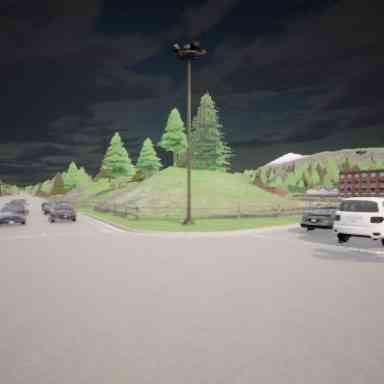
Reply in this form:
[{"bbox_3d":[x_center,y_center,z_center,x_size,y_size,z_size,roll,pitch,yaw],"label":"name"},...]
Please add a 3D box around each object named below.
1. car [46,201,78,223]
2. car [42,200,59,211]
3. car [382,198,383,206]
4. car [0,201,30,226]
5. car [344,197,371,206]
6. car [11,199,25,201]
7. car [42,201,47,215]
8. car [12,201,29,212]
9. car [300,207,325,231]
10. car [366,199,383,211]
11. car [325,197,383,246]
[{"bbox_3d":[-10.608,1.639,27.254,1.837,1.490,4.892,0,0,-26],"label":"car"},{"bbox_3d":[-19.238,1.826,45.171,1.895,1.301,4.718,0,0,-26],"label":"car"},{"bbox_3d":[32.730,1.686,53.441,1.994,1.385,4.181,0,0,-1],"label":"car"},{"bbox_3d":[-13.345,1.679,24.871,2.033,1.411,5.357,0,0,-26],"label":"car"},{"bbox_3d":[28.949,1.676,58.297,1.812,1.442,4.674,0,0,-8],"label":"car"},{"bbox_3d":[-17.810,1.531,34.067,2.097,1.767,4.553,0,0,-26],"label":"car"},{"bbox_3d":[-14.906,1.743,36.129,1.994,1.385,4.181,0,0,-26],"label":"car"},{"bbox_3d":[-22.215,1.827,43.255,1.895,1.301,4.718,0,0,-26],"label":"car"},{"bbox_3d":[8.503,1.604,19.967,5.357,1.411,2.033,0,0,-43],"label":"car"},{"bbox_3d":[24.366,1.631,43.547,1.812,1.442,4.674,0,0,15],"label":"car"},{"bbox_3d":[8.624,1.260,15.380,5.566,2.045,2.150,0,0,-42],"label":"car"}]
